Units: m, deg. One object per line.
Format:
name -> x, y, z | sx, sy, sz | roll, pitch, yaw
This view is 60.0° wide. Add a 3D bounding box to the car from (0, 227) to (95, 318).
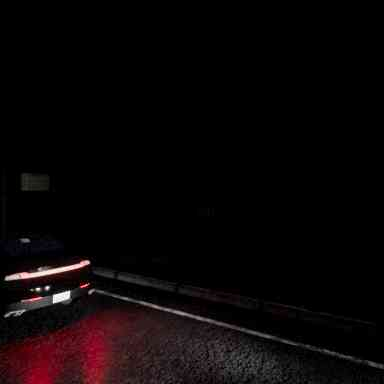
car -> -4.056, 1.492, 6.864 | 4.902, 1.511, 2.128 | 0, 0, 37
